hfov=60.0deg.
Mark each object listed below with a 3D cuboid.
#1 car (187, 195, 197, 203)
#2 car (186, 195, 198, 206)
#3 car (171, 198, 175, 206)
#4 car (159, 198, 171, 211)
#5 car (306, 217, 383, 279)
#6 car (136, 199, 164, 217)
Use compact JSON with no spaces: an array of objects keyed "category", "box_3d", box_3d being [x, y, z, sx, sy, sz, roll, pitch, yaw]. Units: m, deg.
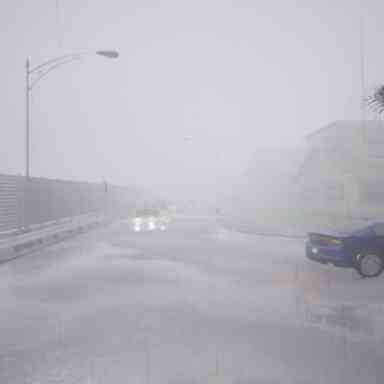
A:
[{"category":"car","box_3d":[-0.002,1.421,69.736,2.097,1.767,4.553,0,0,0]},{"category":"car","box_3d":[-0.001,1.723,59.727,1.994,1.385,4.181,0,0,0]},{"category":"car","box_3d":[-4.020,1.761,59.907,1.895,1.301,4.718,0,0,0]},{"category":"car","box_3d":[-4.084,1.616,42.484,1.837,1.490,4.892,0,0,0]},{"category":"car","box_3d":[5.921,1.505,9.879,5.008,1.535,1.882,0,-2,-10]},{"category":"car","box_3d":[-4.090,1.649,31.798,1.994,1.385,4.181,0,0,0]}]
